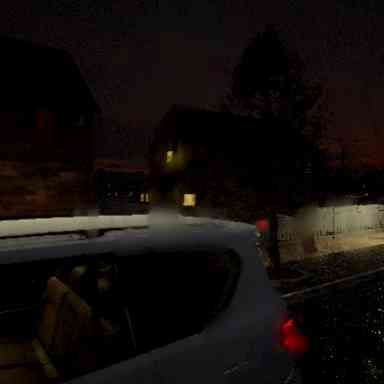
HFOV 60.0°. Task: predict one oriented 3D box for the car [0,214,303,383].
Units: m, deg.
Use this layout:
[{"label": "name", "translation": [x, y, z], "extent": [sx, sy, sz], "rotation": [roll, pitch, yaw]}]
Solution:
[{"label": "car", "translation": [-1.751, 1.223, 1.816], "extent": [5.566, 2.045, 2.150], "rotation": [0, 0, -35]}]
